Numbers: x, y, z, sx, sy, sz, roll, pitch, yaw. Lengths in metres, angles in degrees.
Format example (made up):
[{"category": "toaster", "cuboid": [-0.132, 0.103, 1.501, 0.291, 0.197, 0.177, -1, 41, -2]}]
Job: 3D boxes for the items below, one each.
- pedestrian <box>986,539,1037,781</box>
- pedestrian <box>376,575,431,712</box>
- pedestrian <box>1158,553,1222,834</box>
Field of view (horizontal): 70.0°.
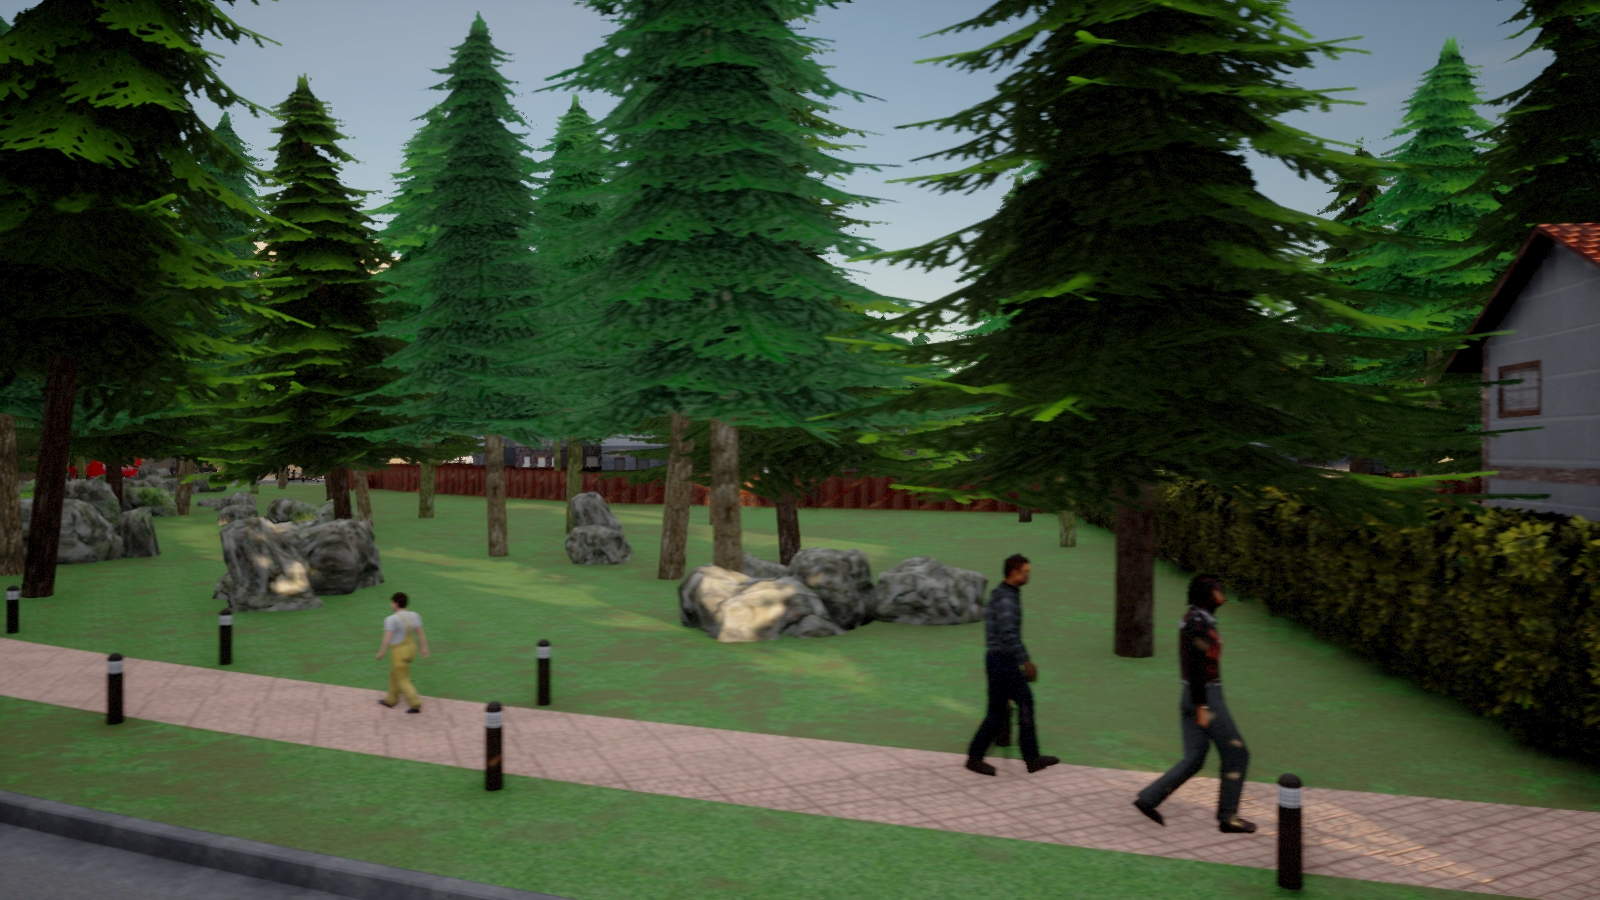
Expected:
[{"category": "pedestrian", "cuboid": [1.705, 1.665, 9.191, 0.375, 1.860, 0.375, 0, 0, 15]}, {"category": "pedestrian", "cuboid": [-4.014, 1.945, 11.571, 0.375, 1.300, 0.375, 0, 0, 25]}, {"category": "pedestrian", "cuboid": [2.705, 1.665, 7.942, 0.375, 1.860, 0.375, 0, 0, 11]}]
